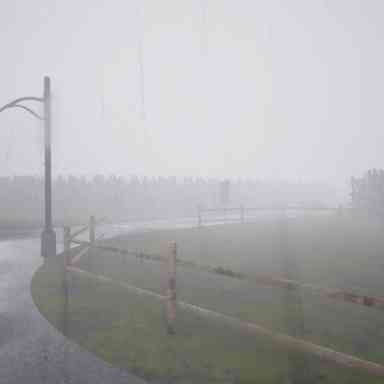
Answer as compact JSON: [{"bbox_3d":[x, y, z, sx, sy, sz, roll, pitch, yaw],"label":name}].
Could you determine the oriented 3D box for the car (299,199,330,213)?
[{"bbox_3d":[13.667,1.532,37.023,4.902,1.511,2.128,0,-1,-45],"label":"car"}]
